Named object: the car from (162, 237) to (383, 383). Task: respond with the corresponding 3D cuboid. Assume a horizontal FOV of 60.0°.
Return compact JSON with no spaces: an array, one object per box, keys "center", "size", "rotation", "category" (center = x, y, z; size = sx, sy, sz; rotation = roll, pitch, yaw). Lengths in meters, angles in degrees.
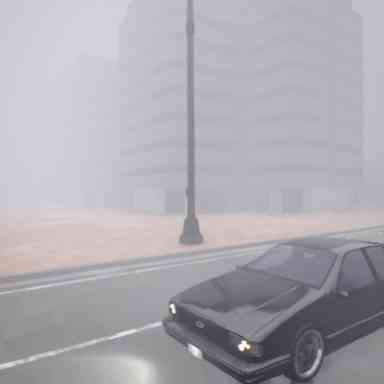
[{"center":[2.202,1.515,5.559],"size":[5.357,1.411,2.033],"rotation":[0,0,-35],"category":"car"}]
